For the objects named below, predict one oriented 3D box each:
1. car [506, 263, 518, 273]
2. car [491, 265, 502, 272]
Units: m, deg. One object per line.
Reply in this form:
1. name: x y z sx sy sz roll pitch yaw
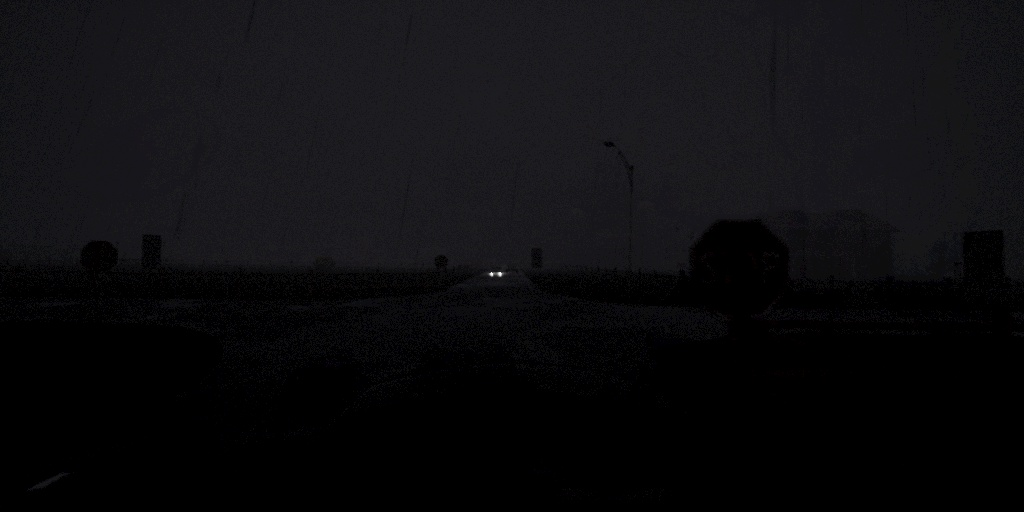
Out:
1. car: -0.001 2.081 59.440 1.994 1.385 4.181 0 -1 0
2. car: -2.753 2.179 63.999 1.895 1.301 4.718 0 -1 0
